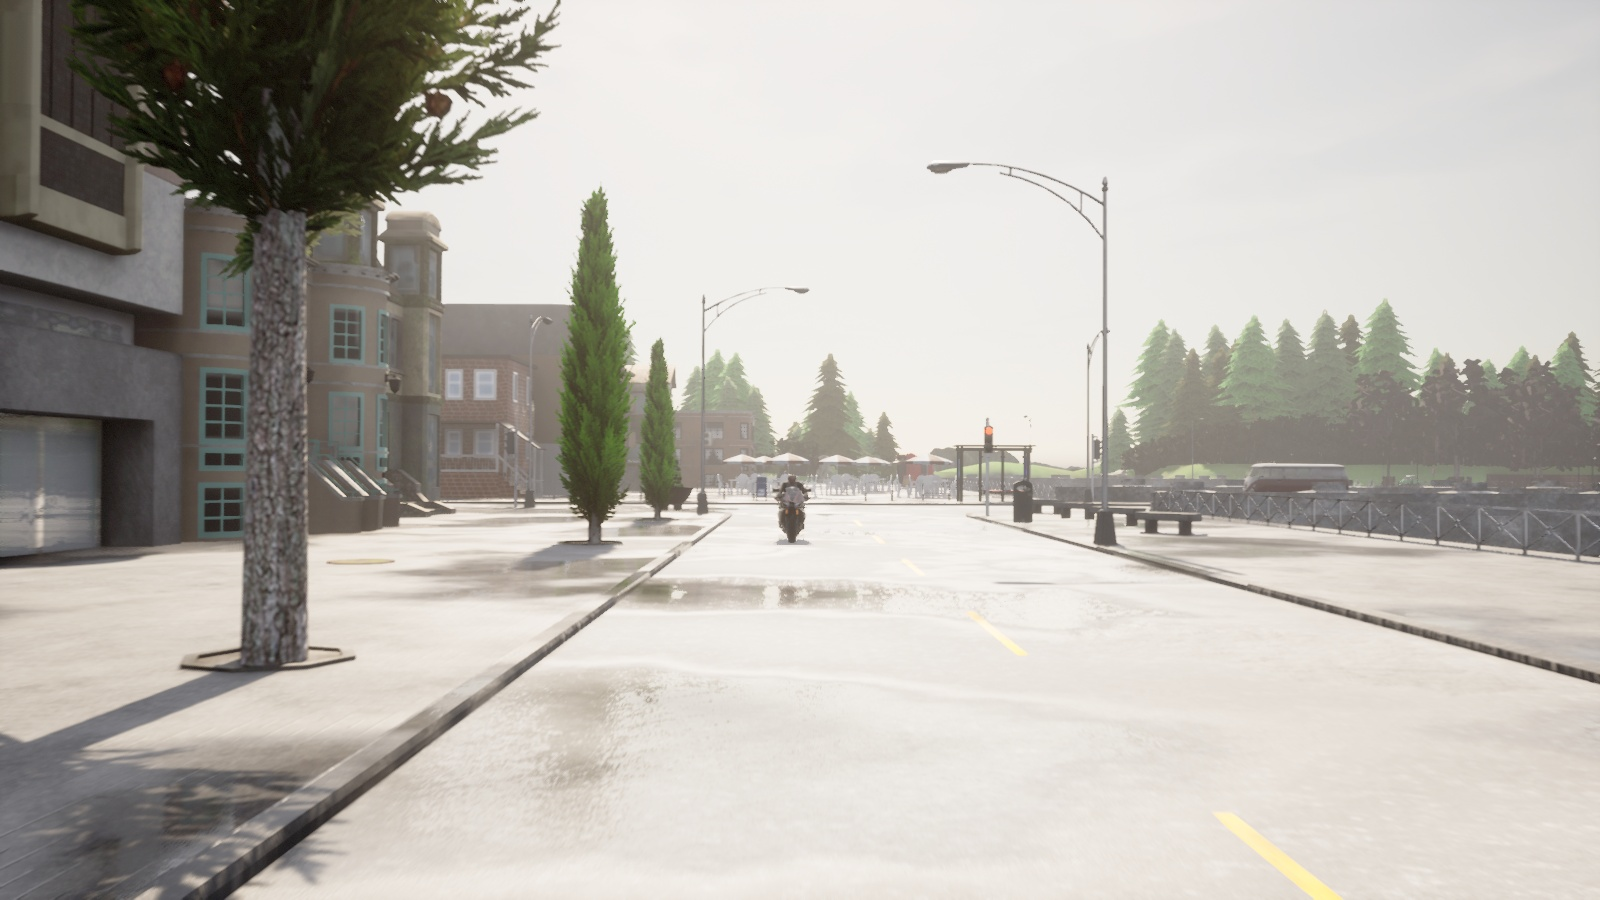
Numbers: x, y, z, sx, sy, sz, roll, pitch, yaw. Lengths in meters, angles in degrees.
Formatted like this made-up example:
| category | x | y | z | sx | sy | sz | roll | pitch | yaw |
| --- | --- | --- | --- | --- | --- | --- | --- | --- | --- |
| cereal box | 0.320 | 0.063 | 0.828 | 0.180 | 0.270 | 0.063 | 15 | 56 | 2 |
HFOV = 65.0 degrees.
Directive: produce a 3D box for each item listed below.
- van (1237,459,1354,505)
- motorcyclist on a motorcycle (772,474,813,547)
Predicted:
| category | x | y | z | sx | sy | sz | roll | pitch | yaw |
| --- | --- | --- | --- | --- | --- | --- | --- | --- | --- |
| van | 21.910 | 1.406 | 55.617 | 4.442 | 1.987 | 1.775 | 0 | -1 | 0 |
| motorcyclist on a motorcycle | -0.161 | 1.315 | 27.920 | 0.866 | 1.530 | 2.191 | 0 | -1 | 0 |
